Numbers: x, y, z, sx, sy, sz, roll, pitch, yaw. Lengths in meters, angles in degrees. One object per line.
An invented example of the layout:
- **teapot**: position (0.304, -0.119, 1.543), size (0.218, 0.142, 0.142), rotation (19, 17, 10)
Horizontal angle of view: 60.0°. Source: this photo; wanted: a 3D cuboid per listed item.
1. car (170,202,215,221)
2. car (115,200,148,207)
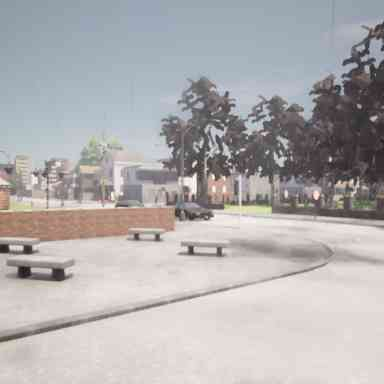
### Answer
- **car**: position (-0.419, 1.542, 27.611), size (2.033, 1.411, 5.357), rotation (0, 0, -35)
- **car**: position (-6.712, 1.542, 36.501), size (2.033, 1.411, 5.357), rotation (0, 0, -35)
